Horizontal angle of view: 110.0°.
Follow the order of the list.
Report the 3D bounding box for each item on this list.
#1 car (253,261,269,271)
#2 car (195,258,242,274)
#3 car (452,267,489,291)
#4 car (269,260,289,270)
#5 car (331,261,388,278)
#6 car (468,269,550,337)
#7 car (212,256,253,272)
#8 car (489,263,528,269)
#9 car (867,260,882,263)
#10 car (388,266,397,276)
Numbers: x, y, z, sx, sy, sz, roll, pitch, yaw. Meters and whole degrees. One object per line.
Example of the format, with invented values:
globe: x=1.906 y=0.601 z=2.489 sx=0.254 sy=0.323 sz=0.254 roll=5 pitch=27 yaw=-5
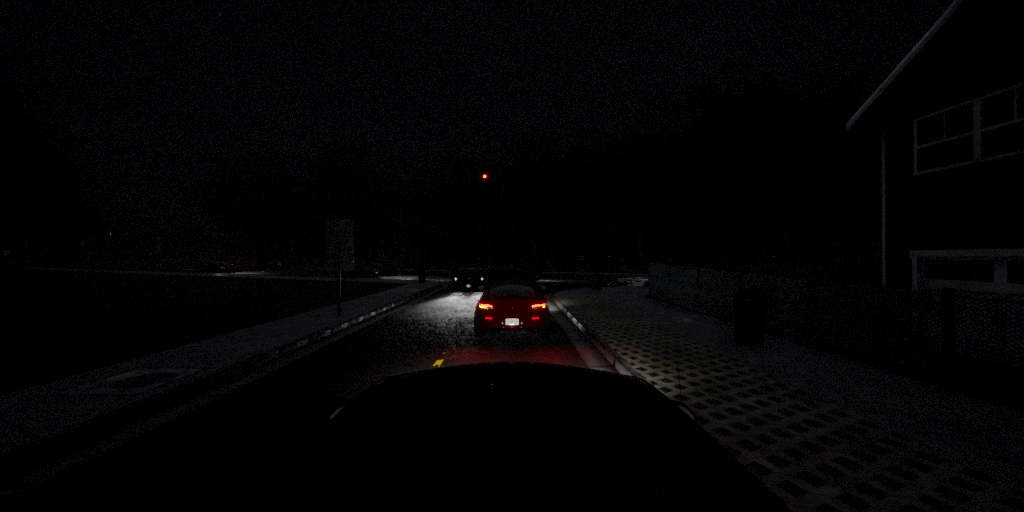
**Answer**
car: x=-36.423 y=1.356 z=49.801 sx=4.181 sy=1.385 sz=1.994 roll=0 pitch=0 yaw=24
car: x=-33.978 y=1.294 z=41.525 sx=4.674 sy=1.442 sz=1.812 roll=0 pitch=0 yaw=24
car: x=-2.549 y=1.353 z=22.026 sx=1.895 sy=1.301 sz=4.718 roll=0 pitch=0 yaw=-4
car: x=-34.845 y=1.329 z=52.655 sx=4.674 sy=1.442 sz=1.812 roll=0 pitch=0 yaw=24
car: x=-14.336 y=1.238 z=33.031 sx=4.902 sy=1.511 sz=2.128 roll=0 pitch=0 yaw=23
car: x=0.006 y=1.276 z=10.166 sx=1.812 sy=1.442 sz=4.674 roll=0 pitch=0 yaw=0
car: x=-36.505 y=1.004 z=46.182 sx=5.566 sy=2.045 sz=2.150 roll=0 pitch=0 yaw=24
car: x=-0.320 y=1.289 z=30.523 sx=5.357 sy=1.411 sz=2.033 roll=0 pitch=0 yaw=23
car: x=25.682 y=1.173 z=23.066 sx=5.008 sy=1.535 sz=1.882 roll=0 pitch=0 yaw=23
car: x=-14.054 y=1.237 z=36.449 sx=5.008 sy=1.535 sz=1.882 roll=0 pitch=0 yaw=23
